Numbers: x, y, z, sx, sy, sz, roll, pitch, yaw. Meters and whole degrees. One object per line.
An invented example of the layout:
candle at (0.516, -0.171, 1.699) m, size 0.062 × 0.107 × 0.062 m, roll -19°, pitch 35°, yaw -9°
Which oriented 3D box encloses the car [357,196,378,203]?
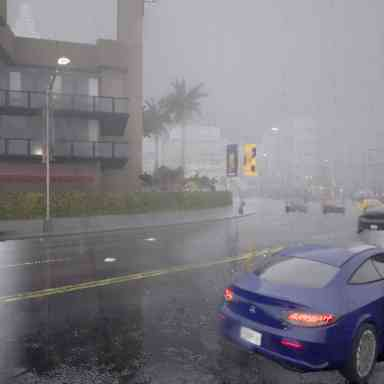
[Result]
car at (17.960, 1.463, 33.676) m, size 1.882 × 1.535 × 5.008 m, roll 0°, pitch 0°, yaw 16°

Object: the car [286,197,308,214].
car at (10.979, 1.332, 35.031) m, size 2.097 × 1.767 × 4.553 m, roll 0°, pitch 0°, yaw 16°

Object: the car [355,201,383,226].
car at (10.666, 1.498, 18.744) m, size 1.837 × 1.490 × 4.892 m, roll 0°, pitch 1°, yaw 37°

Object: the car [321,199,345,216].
car at (14.078, 1.461, 33.255) m, size 1.882 × 1.535 × 5.008 m, roll 0°, pitch 0°, yaw 17°

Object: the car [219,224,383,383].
car at (2.446, 1.523, 5.422) m, size 4.674 × 1.442 × 1.812 m, roll 0°, pitch 0°, yaw -40°
